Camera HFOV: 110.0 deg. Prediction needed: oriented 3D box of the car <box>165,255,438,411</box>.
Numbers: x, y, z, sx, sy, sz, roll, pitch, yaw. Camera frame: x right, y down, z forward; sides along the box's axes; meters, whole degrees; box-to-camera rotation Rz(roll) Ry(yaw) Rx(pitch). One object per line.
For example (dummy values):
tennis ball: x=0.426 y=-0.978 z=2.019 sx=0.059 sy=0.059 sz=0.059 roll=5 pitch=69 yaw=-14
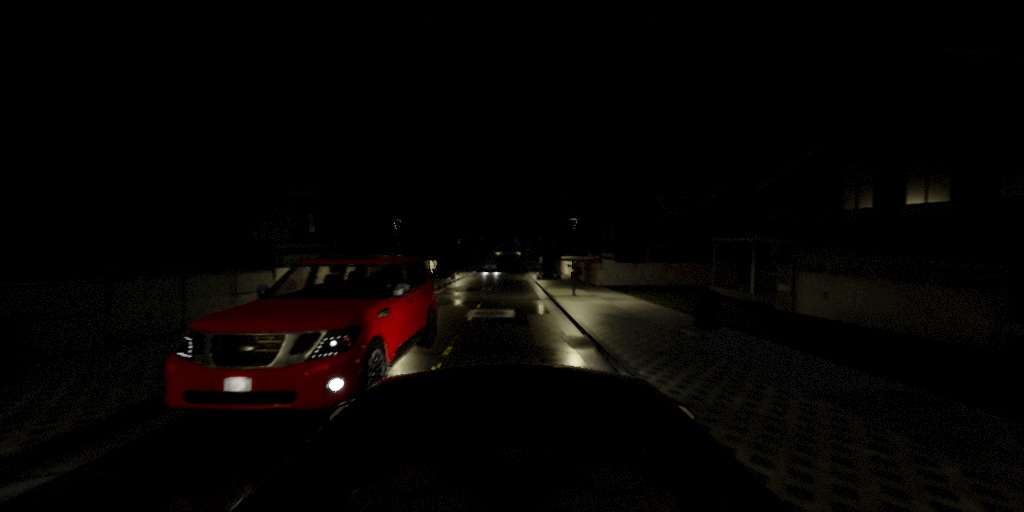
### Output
car: x=-2.849 y=0.997 z=6.490 sx=2.150 sy=2.045 sz=5.566 roll=0 pitch=0 yaw=0

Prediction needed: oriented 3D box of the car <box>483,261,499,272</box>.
car: x=-2.831 y=1.385 z=48.238 sx=1.812 sy=1.442 sz=4.674 roll=0 pitch=0 yaw=0
